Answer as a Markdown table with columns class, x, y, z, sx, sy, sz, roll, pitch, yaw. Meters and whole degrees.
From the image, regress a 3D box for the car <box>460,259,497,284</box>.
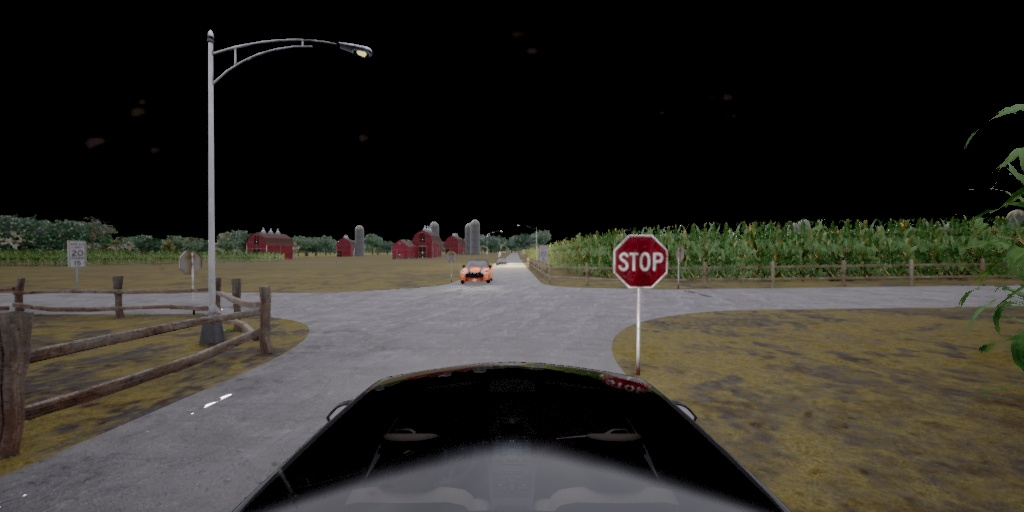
| class | x | y | z | sx | sy | sz | roll | pitch | yaw |
| --- | --- | --- | --- | --- | --- | --- | --- | --- | --- |
| car | -2.488 | 1.038 | 26.229 | 2.097 | 1.767 | 4.553 | 0 | 0 | 1 |
